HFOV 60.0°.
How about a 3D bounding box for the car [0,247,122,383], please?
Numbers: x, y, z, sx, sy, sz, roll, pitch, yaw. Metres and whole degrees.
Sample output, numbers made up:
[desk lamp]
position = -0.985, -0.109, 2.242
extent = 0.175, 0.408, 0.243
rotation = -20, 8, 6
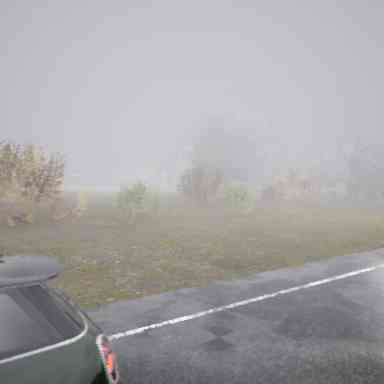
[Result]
[car]
position = -2.771, 1.352, 2.017
extent = 4.553, 1.767, 2.097
rotation = 0, 0, -35
